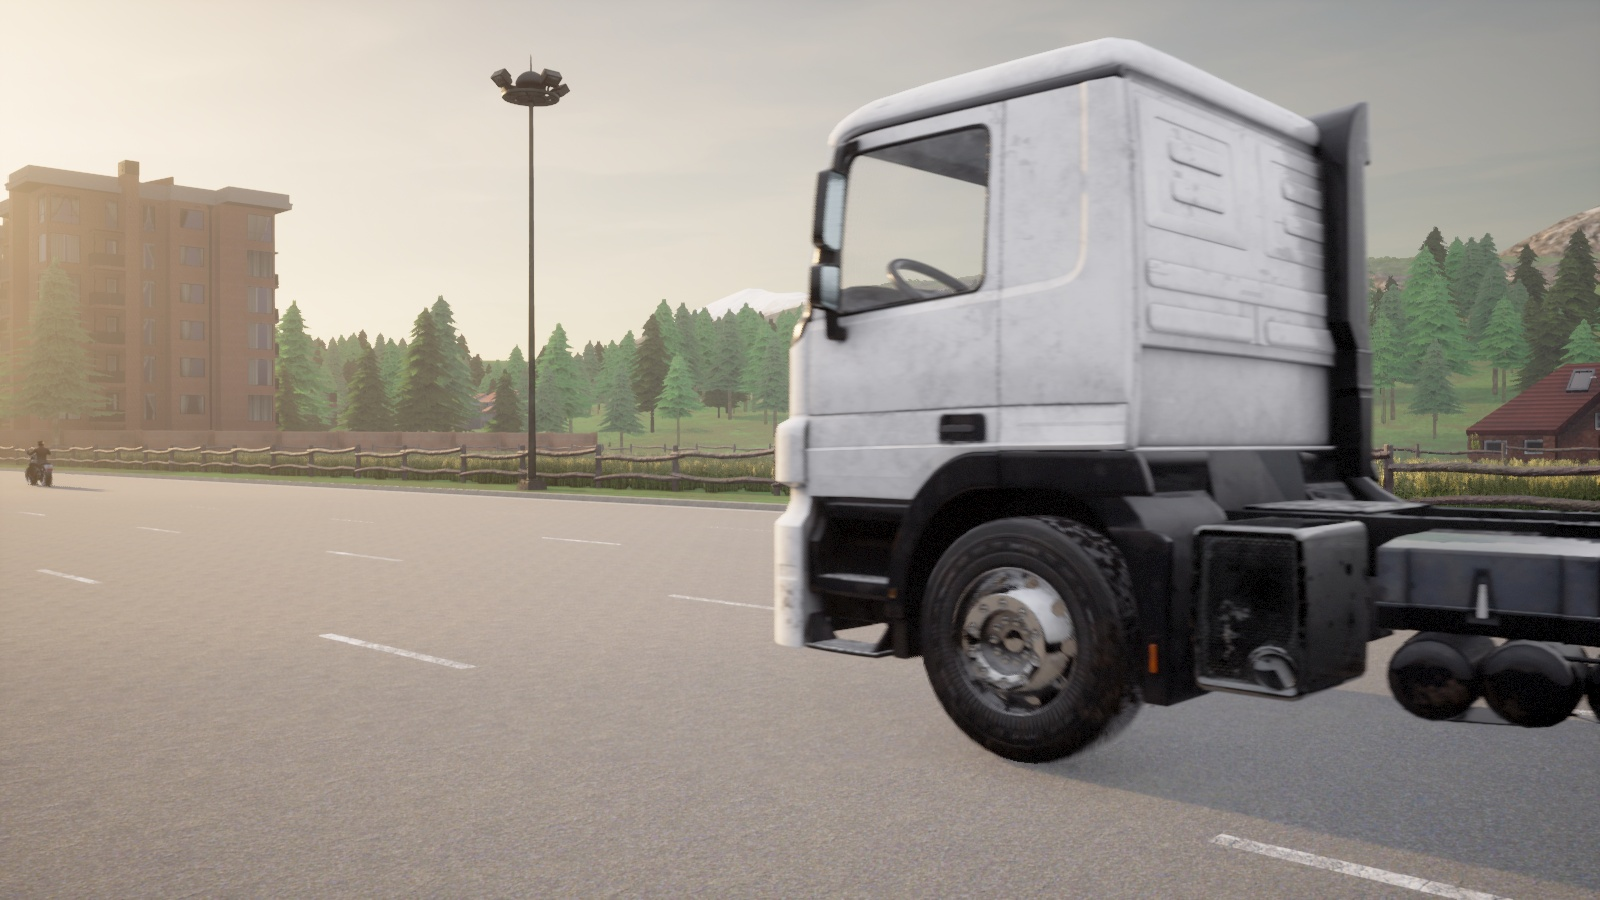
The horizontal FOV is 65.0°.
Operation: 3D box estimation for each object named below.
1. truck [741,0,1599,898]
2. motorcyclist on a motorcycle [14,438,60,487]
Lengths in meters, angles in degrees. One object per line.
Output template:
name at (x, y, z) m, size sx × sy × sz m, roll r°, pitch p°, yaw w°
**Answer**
truck at (3.543, -0.262, 5.260) m, size 7.936 × 3.462 × 2.891 m, roll 0°, pitch 0°, yaw 44°
motorcyclist on a motorcycle at (-26.608, 0.427, 43.785) m, size 2.350 × 1.649 × 0.766 m, roll 0°, pitch 0°, yaw 44°
